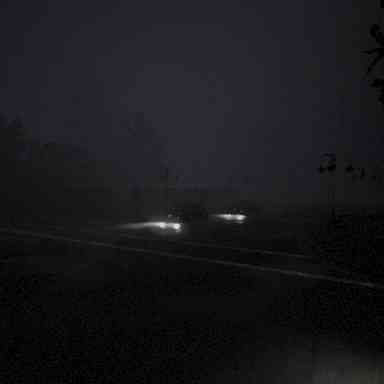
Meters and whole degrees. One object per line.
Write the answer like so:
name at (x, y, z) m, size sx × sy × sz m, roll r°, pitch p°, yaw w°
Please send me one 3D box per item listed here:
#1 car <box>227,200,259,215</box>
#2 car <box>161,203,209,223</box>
car at (5.131, 1.492, 33.396) m, size 1.994 × 1.385 × 4.181 m, roll 0°, pitch 0°, yaw 34°
car at (-0.458, 1.494, 25.112) m, size 1.994 × 1.385 × 4.181 m, roll 0°, pitch 0°, yaw 34°
